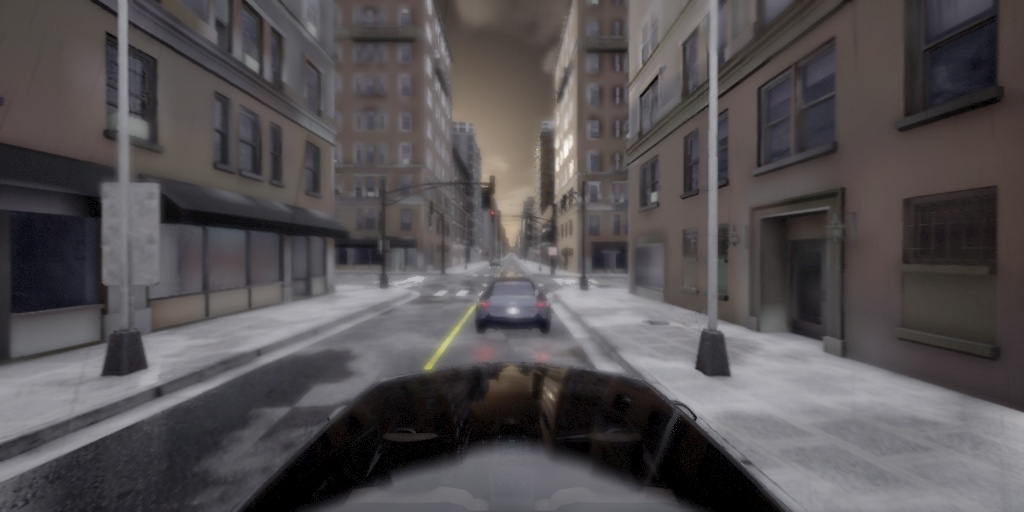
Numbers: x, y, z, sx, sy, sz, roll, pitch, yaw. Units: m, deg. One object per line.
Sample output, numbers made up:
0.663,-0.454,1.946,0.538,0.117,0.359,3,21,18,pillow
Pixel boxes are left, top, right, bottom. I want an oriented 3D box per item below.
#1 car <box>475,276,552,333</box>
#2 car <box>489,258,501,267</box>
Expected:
0.026,1.290,10.629,1.994,1.385,4.181,0,0,0,car
-2.923,1.173,63.089,1.837,1.490,4.892,0,0,1,car
